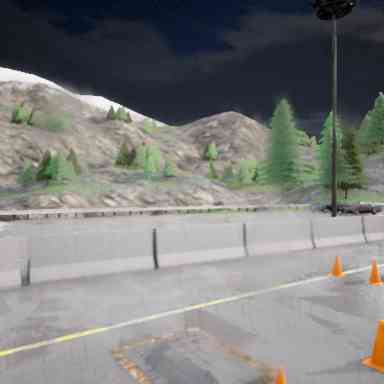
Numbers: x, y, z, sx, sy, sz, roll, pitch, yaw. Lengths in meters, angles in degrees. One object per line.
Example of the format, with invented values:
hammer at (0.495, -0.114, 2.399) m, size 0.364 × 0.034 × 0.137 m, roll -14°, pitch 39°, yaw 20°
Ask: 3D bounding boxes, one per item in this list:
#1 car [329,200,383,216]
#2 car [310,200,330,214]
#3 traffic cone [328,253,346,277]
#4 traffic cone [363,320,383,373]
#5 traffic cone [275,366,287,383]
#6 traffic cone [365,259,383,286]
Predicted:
car at (17.178, 1.643, 34.247) m, size 5.357 × 1.411 × 2.033 m, roll 0°, pitch 0°, yaw -25°
car at (15.401, 1.594, 37.235) m, size 4.902 × 1.511 × 2.128 m, roll 0°, pitch 0°, yaw -24°
traffic cone at (3.978, 1.981, 9.105) m, size 0.340 × 0.580 × 0.340 m, roll 0°, pitch 0°, yaw -36°
traffic cone at (2.475, 1.968, 4.336) m, size 0.340 × 0.580 × 0.340 m, roll 0°, pitch 0°, yaw -36°
traffic cone at (0.849, 1.964, 3.171) m, size 0.340 × 0.580 × 0.340 m, roll 0°, pitch 0°, yaw -36°
traffic cone at (4.561, 1.979, 8.292) m, size 0.340 × 0.580 × 0.340 m, roll 0°, pitch 0°, yaw -36°
